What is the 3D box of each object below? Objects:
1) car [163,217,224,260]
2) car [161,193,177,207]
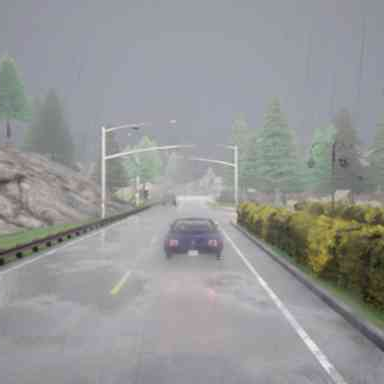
[{"bbox_3d":[0.063,1.596,12.462,1.895,1.301,4.718,0,0,0],"label":"car"},{"bbox_3d":[-3.549,1.200,52.575,2.150,2.045,5.566,0,0,1],"label":"car"}]
